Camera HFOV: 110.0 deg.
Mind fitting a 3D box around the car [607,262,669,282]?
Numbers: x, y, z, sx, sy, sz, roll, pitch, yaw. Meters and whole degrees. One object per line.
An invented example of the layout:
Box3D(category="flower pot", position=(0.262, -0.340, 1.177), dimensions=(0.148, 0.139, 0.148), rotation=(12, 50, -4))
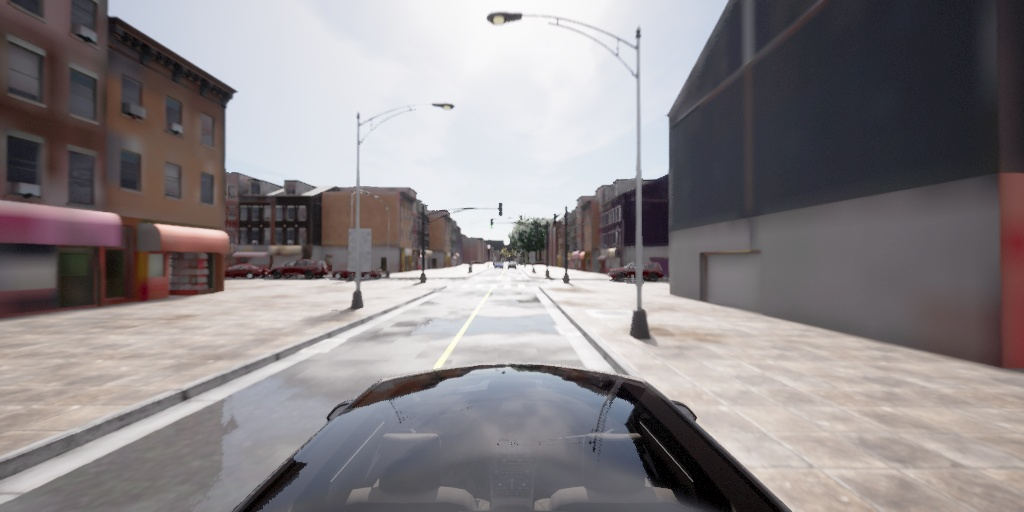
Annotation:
Box3D(category="car", position=(11.711, 1.490, 34.097), dimensions=(5.009, 1.841, 2.192), rotation=(0, 0, 0))

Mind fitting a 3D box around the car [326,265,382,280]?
Box3D(category="car", position=(-14.698, 1.525, 34.056), dimensions=(4.507, 1.381, 1.888), rotation=(0, 0, 0))

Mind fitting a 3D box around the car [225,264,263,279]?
Box3D(category="car", position=(-25.565, 1.450, 34.039), dimensions=(4.507, 1.381, 1.888), rotation=(0, 0, 0))

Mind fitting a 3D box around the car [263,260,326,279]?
Box3D(category="car", position=(-20.131, 1.257, 34.047), dimensions=(5.009, 1.841, 2.192), rotation=(0, 0, 0))
